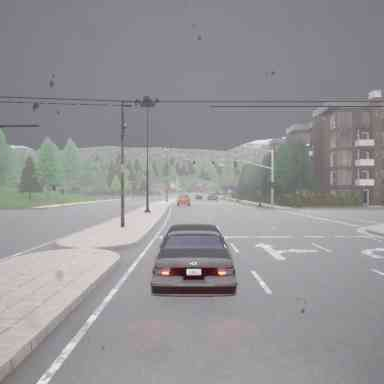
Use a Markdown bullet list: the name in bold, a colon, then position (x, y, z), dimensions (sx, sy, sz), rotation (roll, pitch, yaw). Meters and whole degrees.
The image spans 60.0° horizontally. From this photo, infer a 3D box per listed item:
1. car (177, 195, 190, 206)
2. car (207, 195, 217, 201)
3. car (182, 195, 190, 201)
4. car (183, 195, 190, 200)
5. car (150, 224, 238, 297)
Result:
- **car**: position (-1.358, 1.352, 54.503), dimensions (2.097, 1.767, 4.553), rotation (0, 0, -1)
- **car**: position (5.478, 1.539, 85.374), dimensions (2.033, 1.411, 5.357), rotation (0, 0, 0)
- **car**: position (-1.522, 1.523, 85.328), dimensions (1.812, 1.442, 4.674), rotation (0, 0, 0)
- **car**: position (-1.546, 1.571, 95.643), dimensions (1.895, 1.301, 4.718), rotation (0, 0, 0)
- **car**: position (0.042, 1.547, 8.758), dimensions (2.033, 1.411, 5.357), rotation (0, 0, 0)
